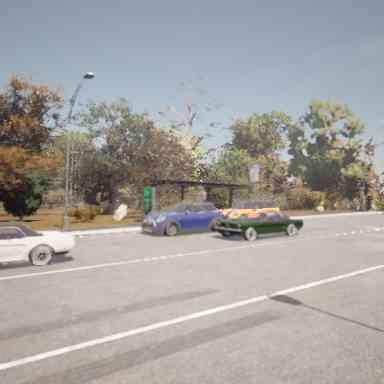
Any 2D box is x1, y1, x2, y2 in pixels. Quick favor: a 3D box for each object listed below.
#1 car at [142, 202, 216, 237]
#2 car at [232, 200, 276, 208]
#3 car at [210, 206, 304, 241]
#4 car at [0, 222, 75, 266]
[{"bbox_3d":[-0.474,1.367,18.362,4.553,1.767,2.097,0,0,-35],"label":"car"},{"bbox_3d":[3.607,1.296,21.184,4.553,1.767,2.097,0,0,-36],"label":"car"},{"bbox_3d":[3.467,1.619,16.857,4.718,1.301,1.895,0,0,-35],"label":"car"},{"bbox_3d":[-6.170,1.602,10.021,4.718,1.301,1.895,0,0,-35],"label":"car"}]
